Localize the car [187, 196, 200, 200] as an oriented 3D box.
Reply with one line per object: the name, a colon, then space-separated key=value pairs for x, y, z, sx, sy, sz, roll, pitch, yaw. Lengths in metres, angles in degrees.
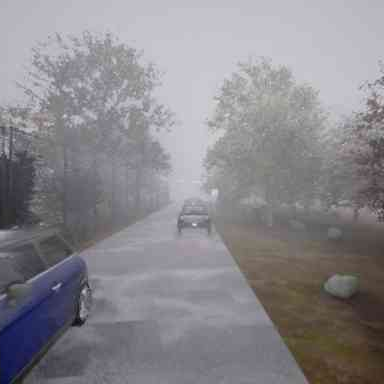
car: x=0.174 y=1.342 z=38.224 sx=2.097 sy=1.767 sz=4.553 roll=0 pitch=0 yaw=0

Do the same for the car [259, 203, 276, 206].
car: x=20.020 y=4.396 z=88.231 sx=2.435 sy=2.045 sz=5.566 roll=0 pitch=1 yaw=-18

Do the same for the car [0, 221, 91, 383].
car: x=-2.838 y=1.351 z=4.005 sx=2.097 sy=1.767 sz=4.553 roll=0 pitch=0 yaw=0

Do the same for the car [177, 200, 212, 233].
car: x=0.129 y=1.484 z=19.703 sx=2.128 sy=1.511 sz=4.902 roll=0 pitch=0 yaw=0
